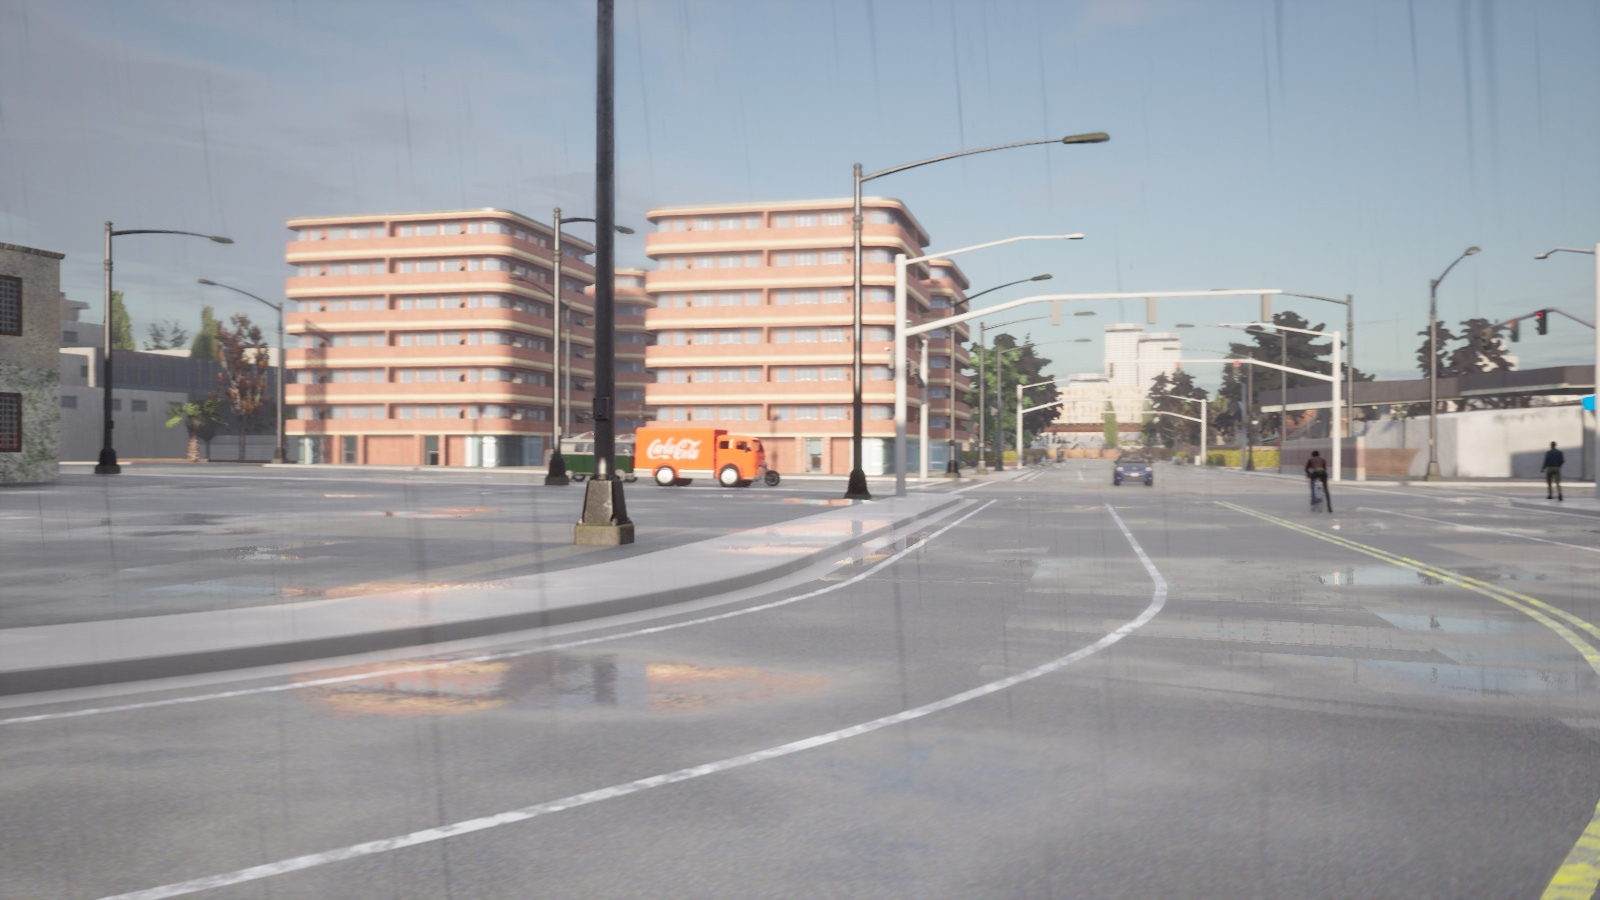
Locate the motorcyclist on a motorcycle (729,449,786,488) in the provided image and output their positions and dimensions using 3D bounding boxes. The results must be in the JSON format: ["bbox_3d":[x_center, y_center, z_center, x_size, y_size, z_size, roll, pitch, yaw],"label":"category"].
[{"bbox_3d":[-1.867,0.793,55.060,2.350,1.649,0.766,1,0,13],"label":"motorcyclist on a motorcycle"}]

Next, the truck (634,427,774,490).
[{"bbox_3d":[-3.934,0.338,52.023,5.204,2.467,2.627,1,0,13],"label":"truck"}]

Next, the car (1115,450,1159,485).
[{"bbox_3d":[15.986,0.794,59.704,1.851,1.617,3.988,0,0,13],"label":"car"}]

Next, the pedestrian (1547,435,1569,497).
[{"bbox_3d":[22.484,0.473,37.264,0.370,1.835,0.726,0,0,15],"label":"pedestrian"}]

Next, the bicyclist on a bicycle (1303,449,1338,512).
[{"bbox_3d":[13.607,0.783,32.860,0.582,1.620,1.656,0,-1,13],"label":"bicyclist on a bicycle"}]

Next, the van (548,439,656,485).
[{"bbox_3d":[-8.945,0.528,56.846,4.442,1.987,1.775,1,0,14],"label":"van"}]
